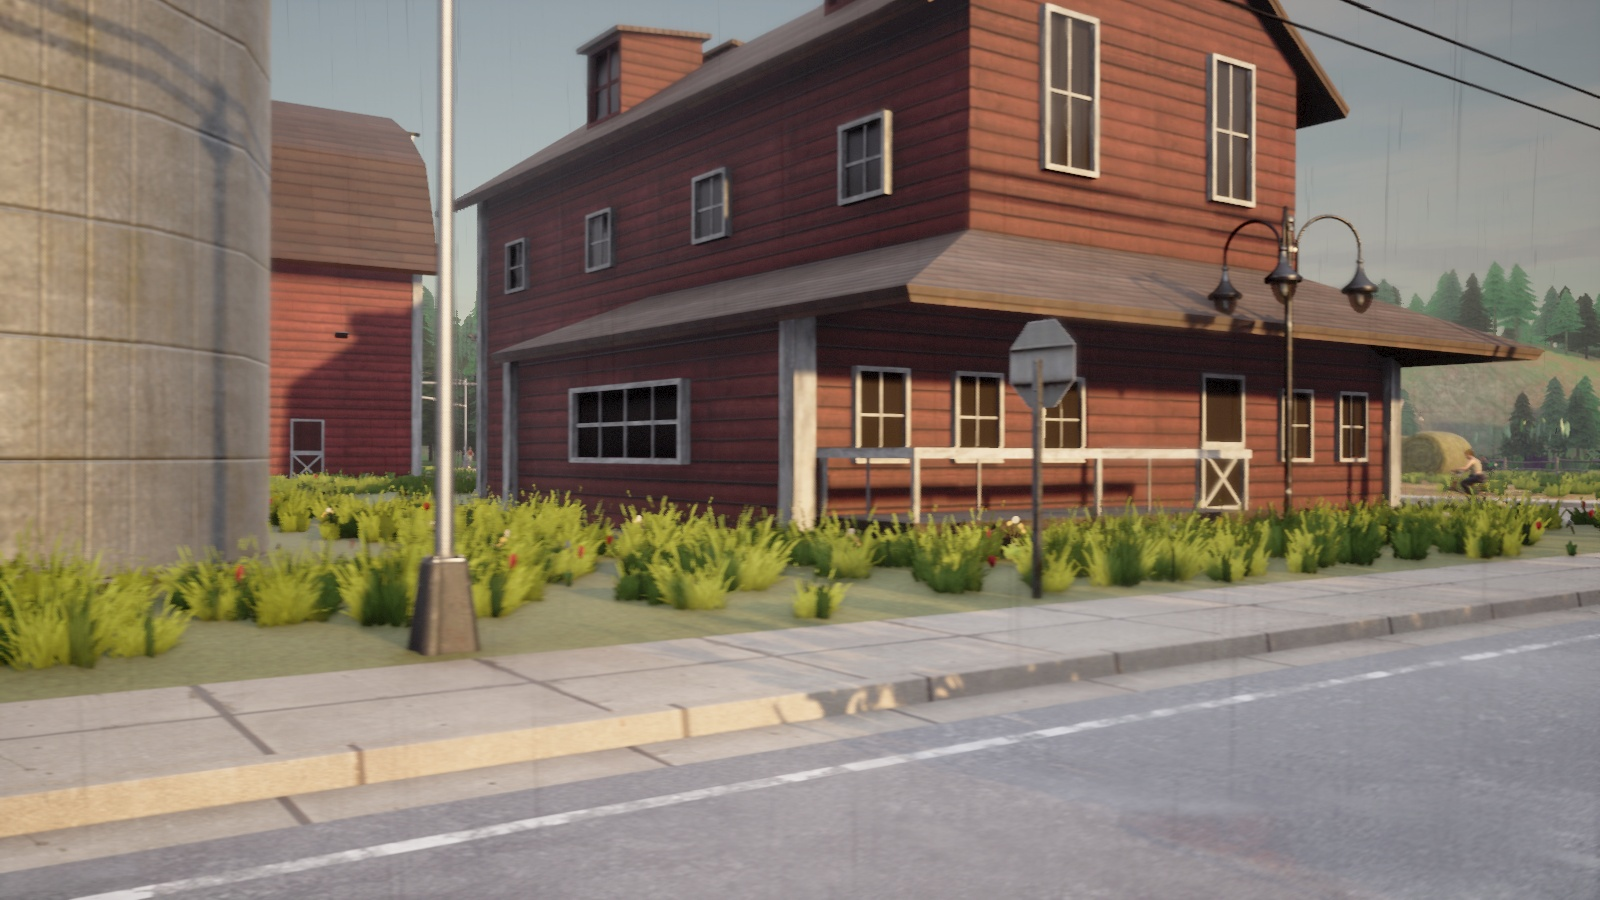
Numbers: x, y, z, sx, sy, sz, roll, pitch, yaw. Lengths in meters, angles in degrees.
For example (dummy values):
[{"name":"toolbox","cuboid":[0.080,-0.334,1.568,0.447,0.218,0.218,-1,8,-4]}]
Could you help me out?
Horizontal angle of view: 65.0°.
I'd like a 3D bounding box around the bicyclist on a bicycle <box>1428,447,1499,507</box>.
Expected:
[{"name":"bicyclist on a bicycle","cuboid":[18.289,0.723,34.643,0.866,1.612,1.509,0,0,-35]}]
